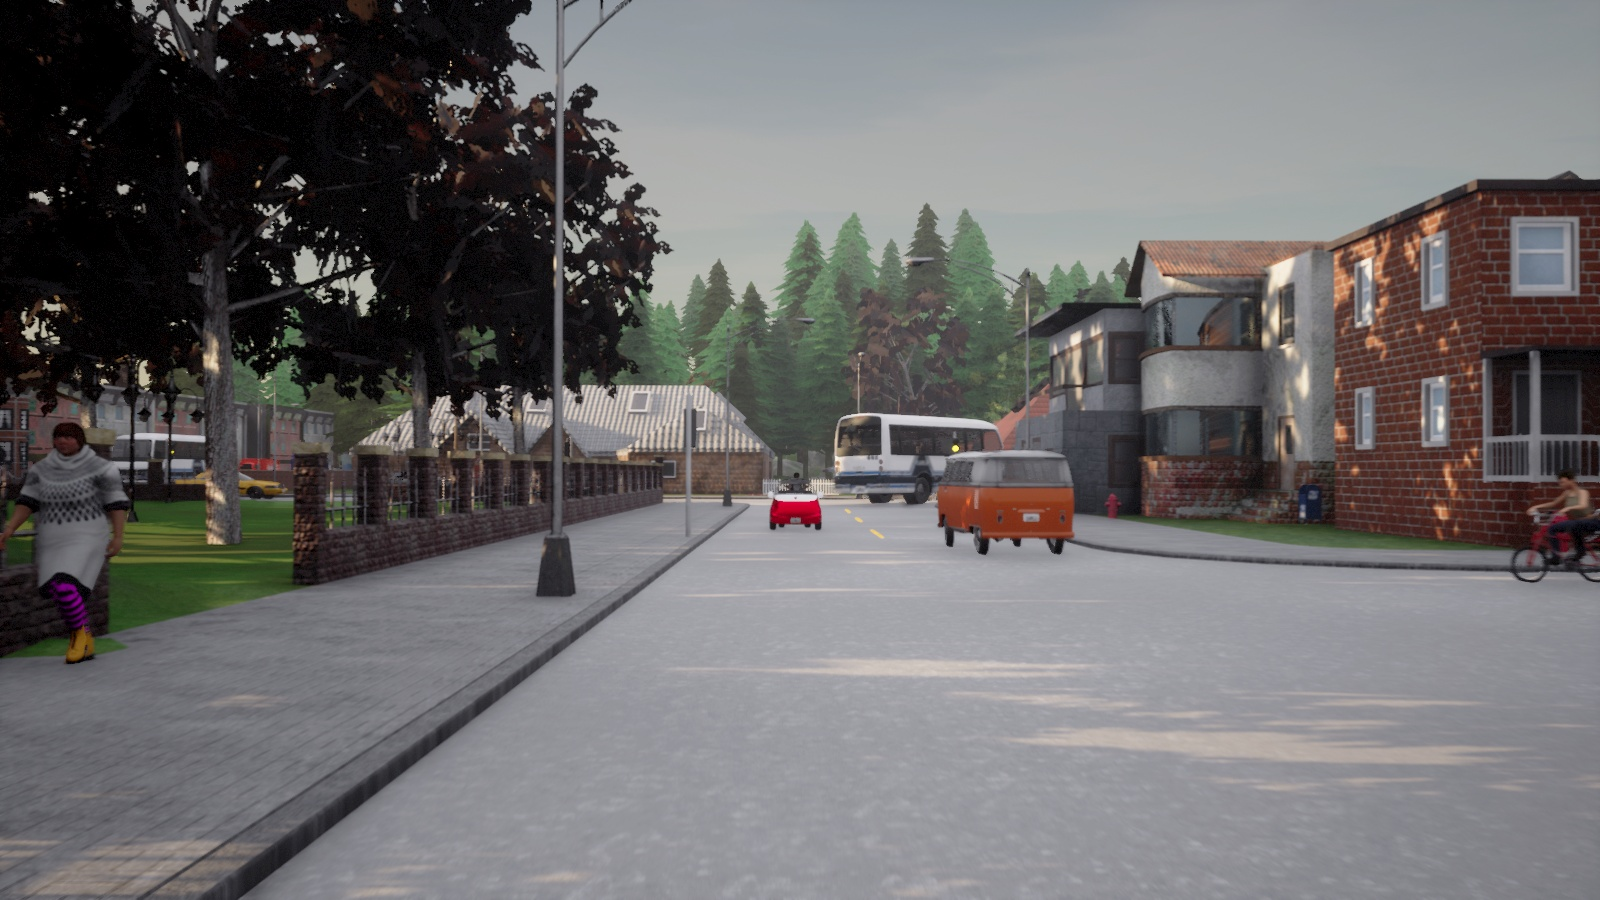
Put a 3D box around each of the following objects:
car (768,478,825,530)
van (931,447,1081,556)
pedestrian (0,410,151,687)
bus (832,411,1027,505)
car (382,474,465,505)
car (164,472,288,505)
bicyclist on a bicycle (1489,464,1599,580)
[{"bbox_3d":[-0.118,1.440,34.064,1.481,1.376,2.207,0,-1,-1],"label":"car"},{"bbox_3d":[3.998,0.973,25.173,1.775,1.987,4.442,0,-1,-7],"label":"van"},{"bbox_3d":[-5.378,0.702,9.326,0.659,1.952,0.873,0,-1,0],"label":"pedestrian"},{"bbox_3d":[6.586,0.452,62.178,3.944,4.253,10.273,-3,-3,44],"label":"bus"},{"bbox_3d":[-18.912,1.962,63.175,3.633,1.501,1.845,0,-1,-2],"label":"car"},{"bbox_3d":[-28.821,1.926,63.134,5.366,1.575,1.801,0,-1,-2],"label":"car"},{"bbox_3d":[10.884,1.009,17.987,1.509,1.612,0.866,-1,-1,0],"label":"bicyclist on a bicycle"}]
